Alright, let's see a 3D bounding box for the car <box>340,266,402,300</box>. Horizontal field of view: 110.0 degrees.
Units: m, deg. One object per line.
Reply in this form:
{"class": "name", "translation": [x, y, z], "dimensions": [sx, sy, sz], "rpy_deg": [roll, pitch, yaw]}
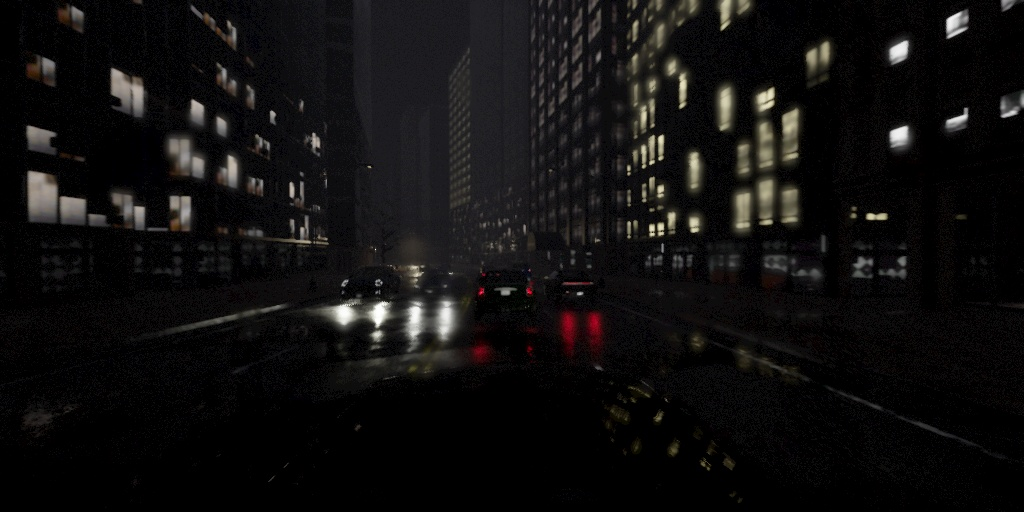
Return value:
{"class": "car", "translation": [-7.386, 1.317, 19.147], "dimensions": [2.097, 1.767, 4.553], "rpy_deg": [0, -1, -5]}

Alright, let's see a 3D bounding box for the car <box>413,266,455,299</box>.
{"class": "car", "translation": [-4.163, 1.483, 19.697], "dimensions": [1.812, 1.442, 4.674], "rpy_deg": [0, -1, -5]}

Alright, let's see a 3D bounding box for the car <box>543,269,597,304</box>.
{"class": "car", "translation": [2.713, 1.399, 17.554], "dimensions": [2.128, 1.511, 4.902], "rpy_deg": [0, 0, -4]}

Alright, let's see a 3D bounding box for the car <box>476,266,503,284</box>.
{"class": "car", "translation": [-2.121, 1.627, 32.764], "dimensions": [2.033, 1.411, 5.357], "rpy_deg": [0, -1, -8]}

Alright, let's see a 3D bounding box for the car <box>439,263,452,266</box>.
{"class": "car", "translation": [-11.268, 1.894, 60.425], "dimensions": [2.128, 1.511, 4.902], "rpy_deg": [0, -1, -15]}

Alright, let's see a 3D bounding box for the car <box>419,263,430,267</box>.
{"class": "car", "translation": [-14.730, 1.980, 60.987], "dimensions": [2.033, 1.411, 5.357], "rpy_deg": [0, -1, -15]}

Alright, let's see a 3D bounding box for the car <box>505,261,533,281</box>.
{"class": "car", "translation": [0.627, 1.449, 36.135], "dimensions": [2.097, 1.767, 4.553], "rpy_deg": [0, -1, -8]}

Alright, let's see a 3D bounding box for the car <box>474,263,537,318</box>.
{"class": "car", "translation": [-0.313, 1.231, 13.735], "dimensions": [2.097, 1.767, 4.553], "rpy_deg": [0, -1, -3]}
